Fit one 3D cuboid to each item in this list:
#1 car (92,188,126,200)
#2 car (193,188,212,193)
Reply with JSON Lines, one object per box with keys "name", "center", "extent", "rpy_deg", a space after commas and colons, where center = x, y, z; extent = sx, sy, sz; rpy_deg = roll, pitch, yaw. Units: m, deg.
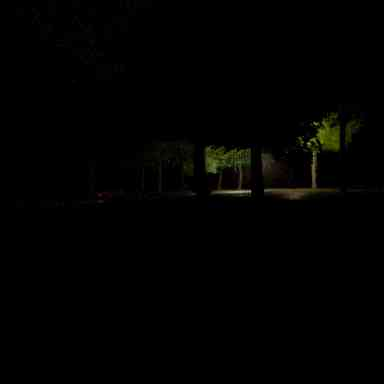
{"name": "car", "center": [-11.578, 0.283, 46.465], "extent": [1.882, 1.535, 5.008], "rpy_deg": [-1, 2, 38]}
{"name": "car", "center": [1.957, -0.444, 63.891], "extent": [1.994, 1.385, 4.181], "rpy_deg": [-1, 1, 38]}
